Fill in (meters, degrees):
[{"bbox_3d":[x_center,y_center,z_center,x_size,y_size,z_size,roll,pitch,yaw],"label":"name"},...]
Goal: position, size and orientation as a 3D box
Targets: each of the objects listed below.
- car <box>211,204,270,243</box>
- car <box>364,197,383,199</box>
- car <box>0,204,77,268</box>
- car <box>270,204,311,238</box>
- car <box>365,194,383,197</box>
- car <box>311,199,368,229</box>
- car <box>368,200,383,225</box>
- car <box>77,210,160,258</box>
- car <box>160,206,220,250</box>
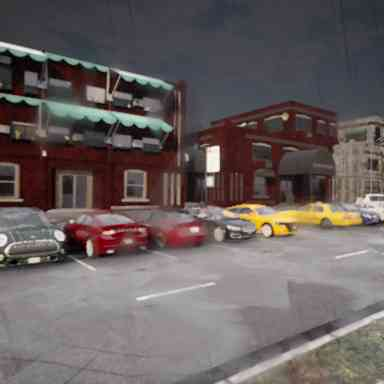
[{"bbox_3d":[1.035,1.438,16.083,2.231,1.521,4.892,0,0,-35],"label":"car"},{"bbox_3d":[14.517,1.423,25.876,1.946,1.575,5.366,0,0,-35],"label":"car"},{"bbox_3d":[-5.778,1.346,11.276,2.185,1.767,4.553,0,0,-35],"label":"car"},{"bbox_3d":[3.404,1.424,17.763,2.097,1.535,5.008,0,0,-35],"label":"car"},{"bbox_3d":[16.909,1.195,27.311,2.435,2.045,5.566,1,0,-35],"label":"car"},{"bbox_3d":[7.830,1.403,21.127,1.946,1.575,5.366,0,0,-35],"label":"car"},{"bbox_3d":[10.195,1.445,22.582,2.002,1.452,4.674,0,0,-35],"label":"car"},{"bbox_3d":[-3.491,1.461,12.855,2.097,1.535,5.008,0,0,-35],"label":"car"},{"bbox_3d":[-1.244,1.478,14.492,2.163,1.488,4.792,0,0,-35],"label":"car"}]
